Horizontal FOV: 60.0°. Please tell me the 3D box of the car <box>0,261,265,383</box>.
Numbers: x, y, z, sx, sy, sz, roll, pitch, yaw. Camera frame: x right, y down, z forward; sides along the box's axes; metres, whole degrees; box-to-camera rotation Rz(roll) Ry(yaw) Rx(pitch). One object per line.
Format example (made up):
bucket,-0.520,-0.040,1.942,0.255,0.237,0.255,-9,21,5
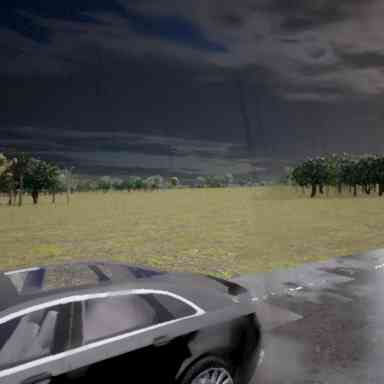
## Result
car,-1.503,1.491,2.922,4.902,1.511,2.128,0,0,-35
